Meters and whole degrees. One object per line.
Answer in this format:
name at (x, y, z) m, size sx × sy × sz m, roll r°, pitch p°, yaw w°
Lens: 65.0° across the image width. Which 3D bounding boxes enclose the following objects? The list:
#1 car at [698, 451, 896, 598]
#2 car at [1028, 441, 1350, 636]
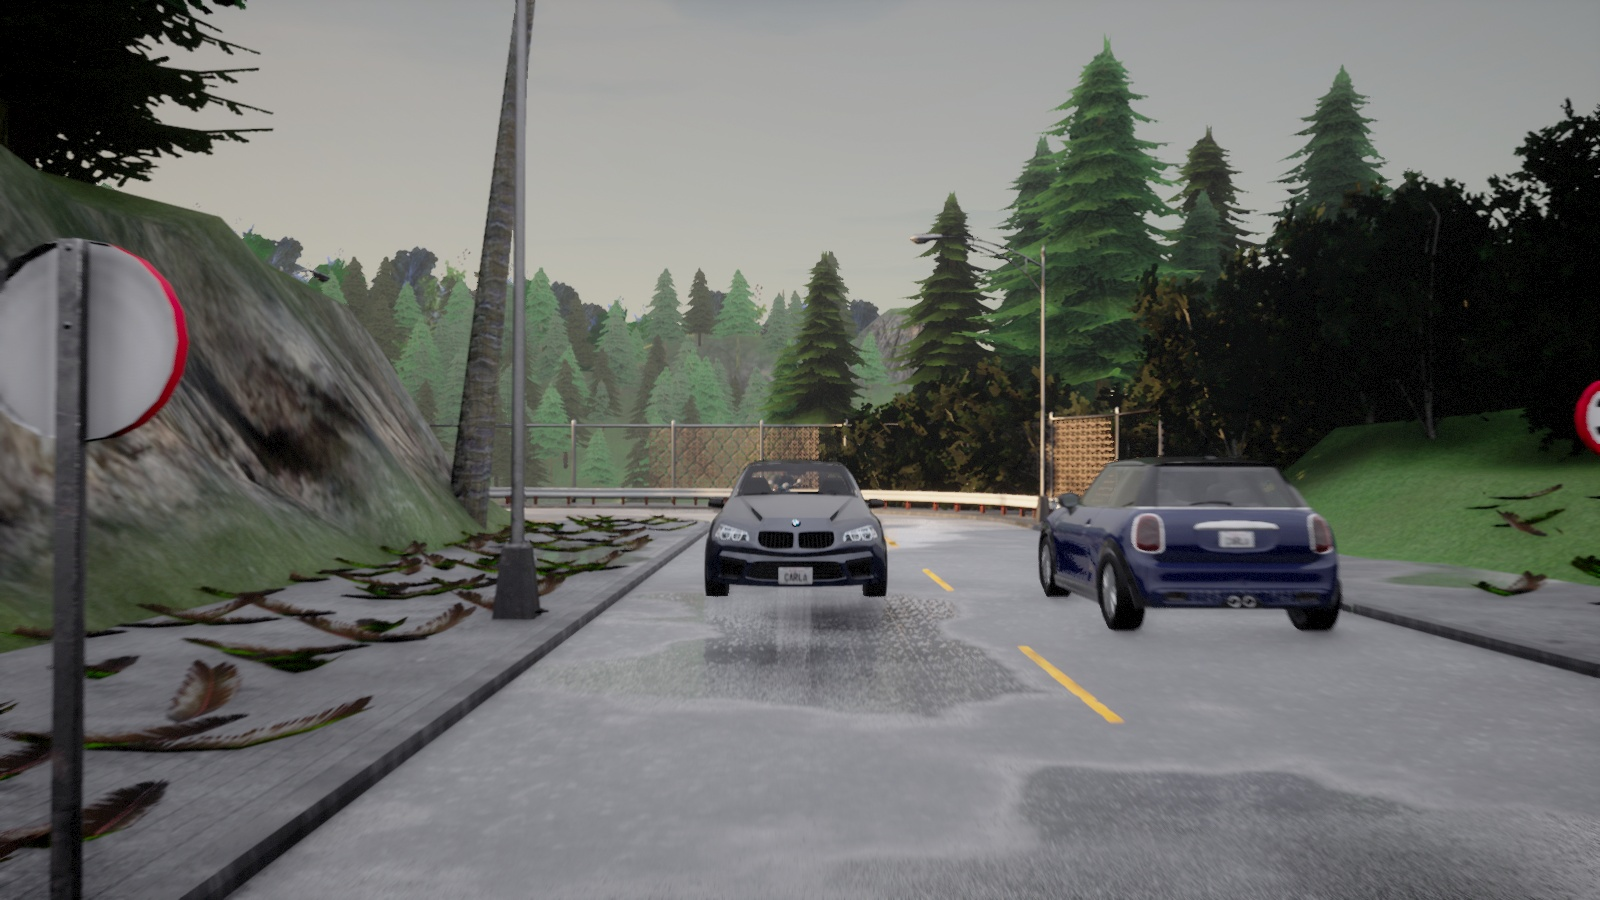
car at (-0.041, 0.876, 16.609) m, size 2.242 × 1.667 × 4.611 m, roll 0°, pitch -1°, yaw 0°
car at (3.965, 0.836, 13.747) m, size 2.097 × 1.767 × 4.553 m, roll 0°, pitch -1°, yaw 0°
